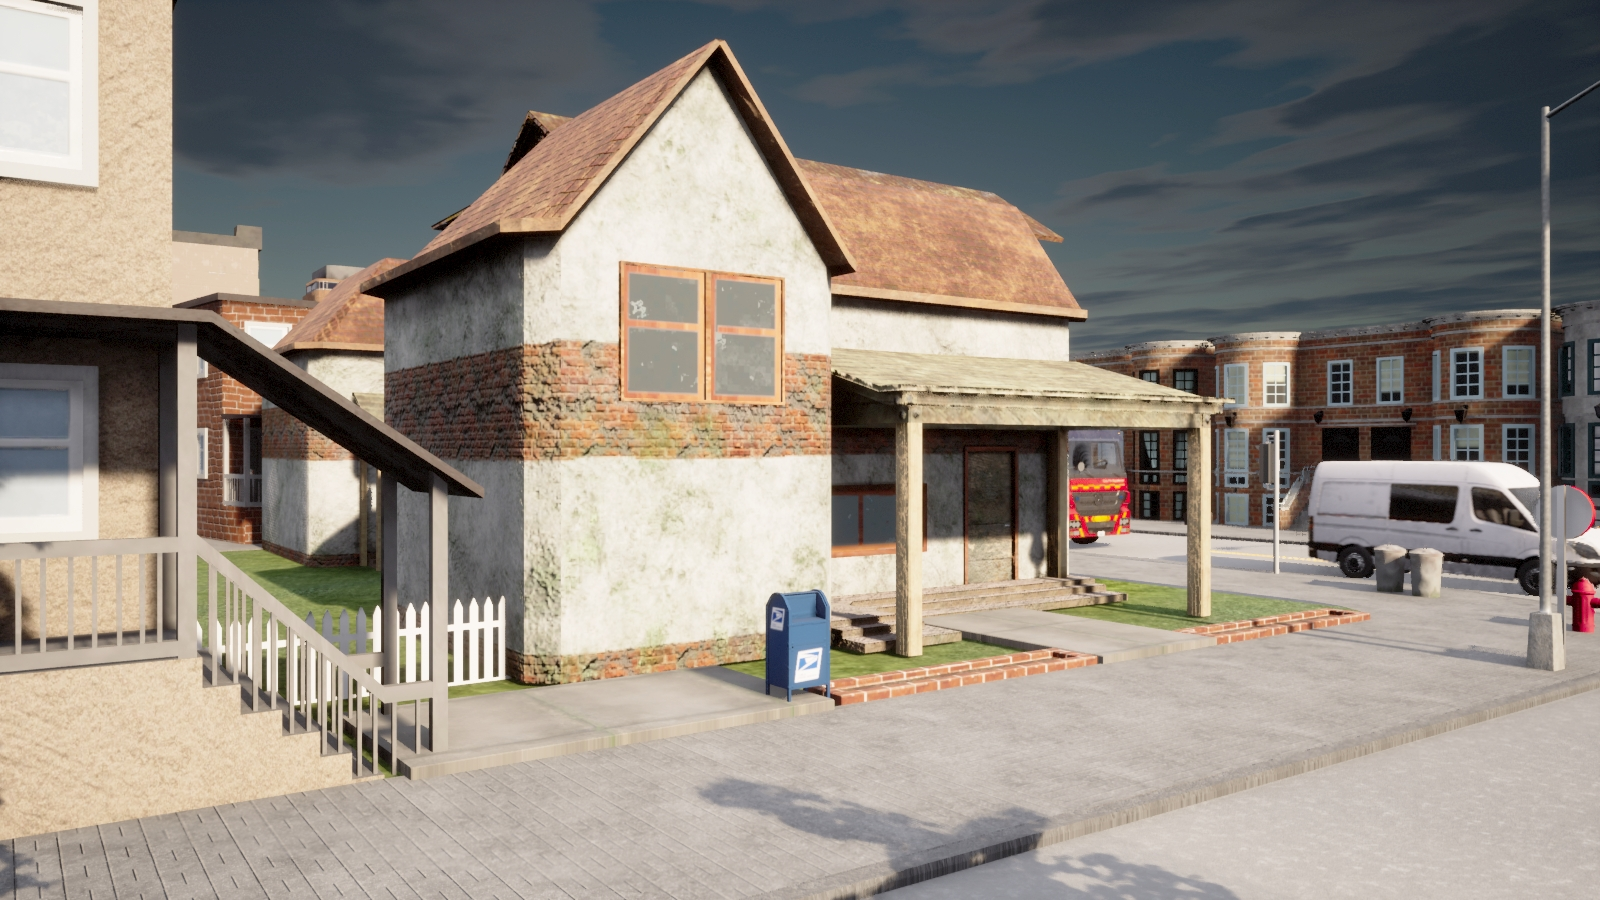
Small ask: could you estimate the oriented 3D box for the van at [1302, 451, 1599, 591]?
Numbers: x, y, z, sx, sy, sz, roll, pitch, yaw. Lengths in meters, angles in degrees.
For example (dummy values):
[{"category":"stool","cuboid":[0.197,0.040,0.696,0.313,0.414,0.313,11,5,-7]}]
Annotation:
[{"category":"van","cuboid":[13.804,1.305,23.884,1.988,2.561,5.915,0,0,-33]}]
